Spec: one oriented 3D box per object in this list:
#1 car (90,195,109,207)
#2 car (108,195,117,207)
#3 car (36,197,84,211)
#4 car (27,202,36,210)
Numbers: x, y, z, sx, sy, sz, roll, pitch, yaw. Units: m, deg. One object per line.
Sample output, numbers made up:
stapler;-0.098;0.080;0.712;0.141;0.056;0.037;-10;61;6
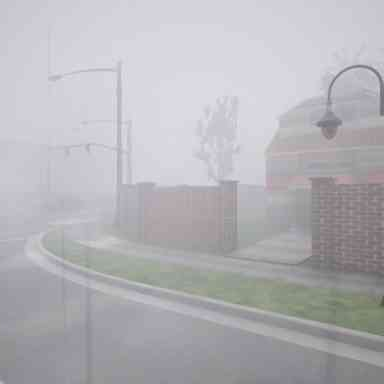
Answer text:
car;-12.323;1.266;47.974;1.837;1.490;4.892;0;1;37
car;-8.953;1.276;46.632;1.812;1.442;4.674;0;1;37
car;-14.990;1.373;38.642;1.837;1.490;4.892;0;1;36
car;-17.720;1.396;40.829;1.812;1.442;4.674;0;1;37
